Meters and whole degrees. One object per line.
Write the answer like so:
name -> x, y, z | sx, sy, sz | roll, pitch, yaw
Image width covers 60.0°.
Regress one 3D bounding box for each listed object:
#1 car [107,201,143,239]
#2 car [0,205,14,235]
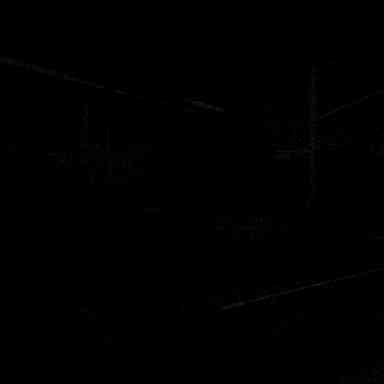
car -> -4.288, 1.447, 18.384 | 1.905, 1.878, 3.866 | 1, 0, -36
car -> -11.417, 1.524, 18.646 | 2.242, 1.667, 4.611 | 1, 0, -36
